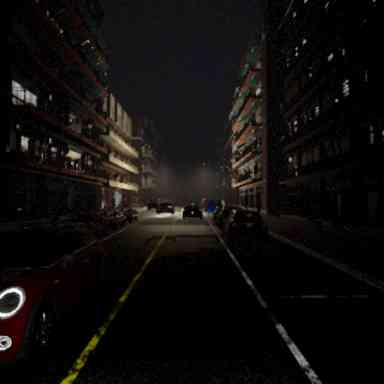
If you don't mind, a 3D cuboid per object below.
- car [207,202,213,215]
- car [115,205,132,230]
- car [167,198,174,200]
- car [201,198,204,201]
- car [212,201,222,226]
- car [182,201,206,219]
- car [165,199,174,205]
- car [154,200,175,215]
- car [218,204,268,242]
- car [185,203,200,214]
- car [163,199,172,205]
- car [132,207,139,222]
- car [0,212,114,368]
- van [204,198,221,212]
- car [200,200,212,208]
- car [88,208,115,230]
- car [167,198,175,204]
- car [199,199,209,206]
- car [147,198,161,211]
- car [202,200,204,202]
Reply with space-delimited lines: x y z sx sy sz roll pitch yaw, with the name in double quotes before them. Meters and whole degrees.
"car" 2.675 1.871 28.847 2.008 1.369 4.403 1 -1 0
"car" -5.699 1.781 23.049 1.752 1.417 4.829 1 -1 0
"car" -5.748 2.386 74.169 2.008 1.369 4.403 1 -1 0
"car" 2.651 1.956 57.156 2.192 1.841 5.009 1 -1 0
"car" 2.682 1.697 23.187 1.967 1.590 4.097 1 -1 0
"car" 0.060 1.931 33.081 1.994 1.385 4.181 0 -1 0
"car" -5.759 2.511 85.492 1.887 1.381 4.507 1 -1 0
"car" -3.136 1.969 39.864 1.812 1.442 4.674 0 -1 0
"car" 2.687 1.635 17.526 1.967 1.590 4.097 1 -1 0
"car" 0.046 2.087 43.604 1.895 1.301 4.718 0 -1 0
"car" -5.754 2.424 79.662 1.752 1.417 4.829 1 -1 0
"car" -5.705 1.844 28.710 1.752 1.417 4.829 1 -1 0
"car" -3.093 1.420 6.110 2.097 1.767 4.553 0 -1 1
"van" 2.667 1.788 40.172 1.690 1.788 3.998 1 -1 0
"car" 2.643 2.271 62.815 1.947 1.339 4.313 1 -1 0
"car" -5.695 1.740 17.558 1.887 1.381 4.507 1 -1 0
"car" -5.763 2.472 91.155 1.967 1.590 4.097 1 -1 0
"car" 2.632 2.386 74.138 2.008 1.369 4.403 1 -1 0
"car" -5.723 1.892 51.527 2.192 1.841 5.009 1 -1 0
"car" 2.658 2.093 45.831 1.802 1.307 4.206 1 -1 0
